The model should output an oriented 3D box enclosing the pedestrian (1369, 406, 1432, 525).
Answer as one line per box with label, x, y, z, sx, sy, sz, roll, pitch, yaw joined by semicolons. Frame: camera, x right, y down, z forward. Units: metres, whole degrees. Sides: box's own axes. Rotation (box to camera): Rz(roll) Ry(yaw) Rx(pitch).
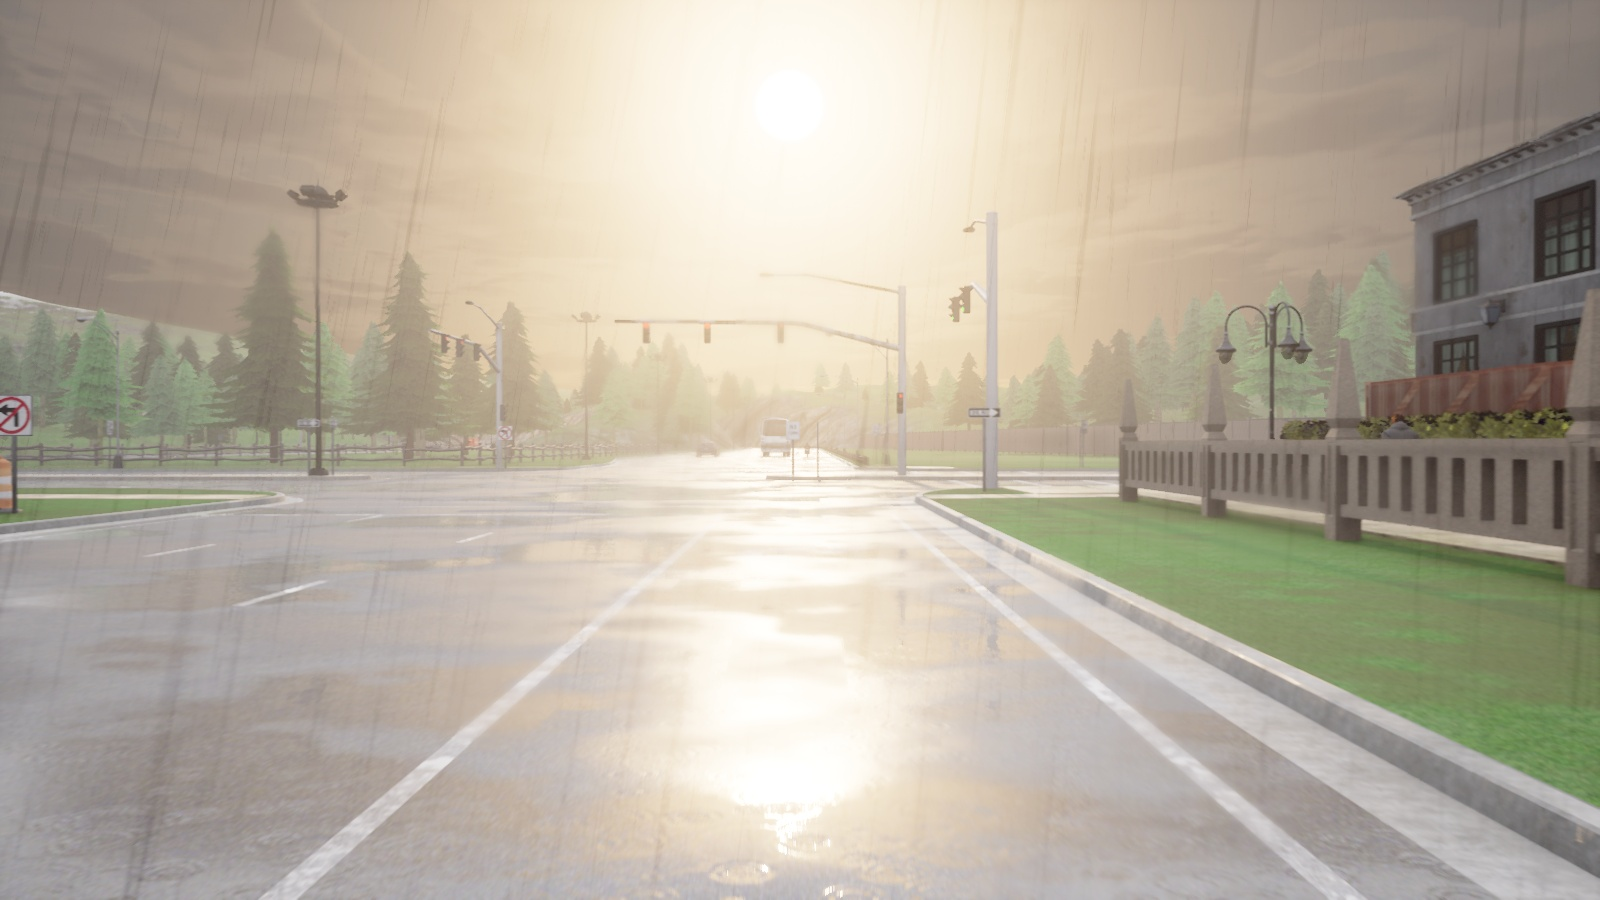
pedestrian;10.049;0.245;21.028;0.659;1.952;0.873;0;0;3
